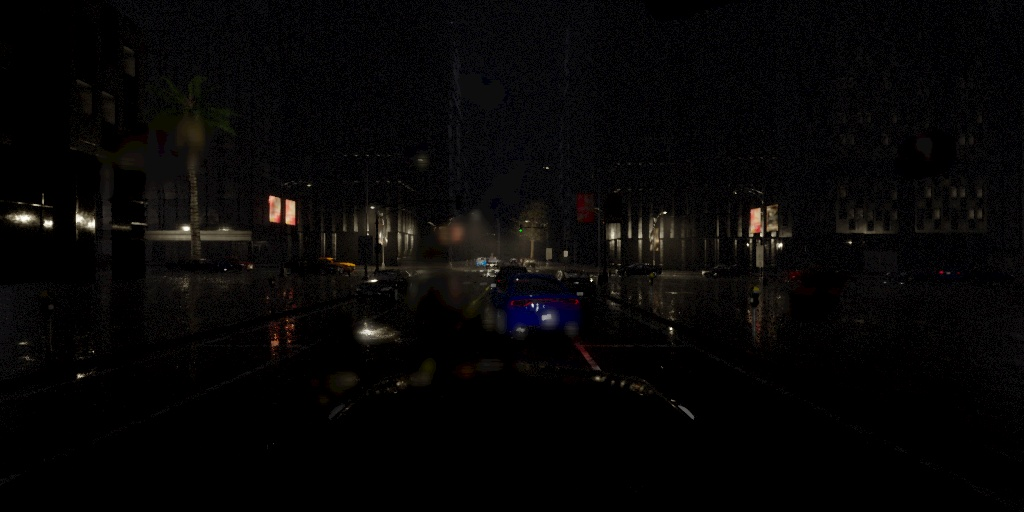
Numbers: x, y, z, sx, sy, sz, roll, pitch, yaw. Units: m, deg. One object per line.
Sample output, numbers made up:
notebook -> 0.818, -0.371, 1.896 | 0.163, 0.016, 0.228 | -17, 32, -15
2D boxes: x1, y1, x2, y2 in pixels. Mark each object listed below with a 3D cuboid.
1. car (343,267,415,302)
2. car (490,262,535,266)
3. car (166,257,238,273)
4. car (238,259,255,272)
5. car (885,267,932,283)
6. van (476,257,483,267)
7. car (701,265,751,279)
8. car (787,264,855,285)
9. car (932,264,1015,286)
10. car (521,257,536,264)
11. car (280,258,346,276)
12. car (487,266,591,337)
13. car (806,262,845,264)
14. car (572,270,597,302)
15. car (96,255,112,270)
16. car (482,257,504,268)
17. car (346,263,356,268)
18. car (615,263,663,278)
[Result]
car -> -5.768, 1.302, 16.737 | 2.007, 1.370, 4.403 | 0, 0, 0
car -> 0.063, 1.258, 18.285 | 1.837, 1.490, 4.892 | 0, 0, 0
car -> -27.994, 0.879, 32.283 | 4.718, 1.301, 1.895 | 1, 0, 0
car -> -28.163, 0.808, 35.538 | 4.674, 1.442, 1.812 | 1, 0, 0
car -> 43.369, 1.953, 38.738 | 4.553, 1.767, 2.097 | 1, 0, 1
van -> -5.546, 1.113, 64.505 | 1.690, 1.789, 3.998 | 0, 0, 0
car -> 23.150, 1.707, 38.839 | 4.902, 1.511, 2.128 | 1, 0, 0
car -> 27.757, 1.767, 32.130 | 5.008, 1.535, 1.882 | 1, 0, 0
car -> 45.674, 1.859, 35.328 | 5.566, 2.045, 2.150 | 1, 0, 0
car -> 2.931, 1.319, 58.920 | 2.007, 1.370, 4.403 | 0, 0, 0
car -> -18.097, 0.930, 32.267 | 5.008, 1.535, 1.882 | 1, 0, 1
car -> 0.456, 1.228, 10.472 | 1.882, 1.535, 5.008 | 0, 0, -8
car -> 33.073, 1.626, 38.801 | 5.566, 2.045, 2.150 | 1, 0, 0
car -> 2.757, 1.303, 16.737 | 2.007, 1.370, 4.403 | 0, 0, 0
car -> -40.200, 0.603, 35.588 | 4.674, 1.442, 1.812 | 1, 0, 0
car -> -2.928, 1.259, 56.103 | 2.128, 1.511, 4.902 | 0, 0, 2
car -> -18.096, 0.937, 35.511 | 5.008, 1.535, 1.882 | 1, 0, 0
car -> 13.731, 1.532, 38.851 | 4.902, 1.511, 2.128 | 1, 0, -1
